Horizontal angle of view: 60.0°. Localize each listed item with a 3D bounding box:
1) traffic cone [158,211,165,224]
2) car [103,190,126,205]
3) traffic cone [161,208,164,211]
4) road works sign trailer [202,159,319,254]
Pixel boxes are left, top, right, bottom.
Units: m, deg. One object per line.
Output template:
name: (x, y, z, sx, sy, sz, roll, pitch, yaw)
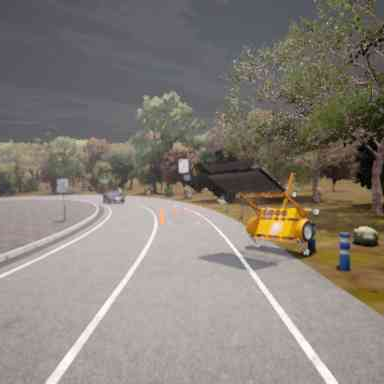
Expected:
traffic cone: (-1.841, 1.591, 19.624, 0.340, 0.580, 0.340, -1, 2, -4)
car: (-9.012, 0.584, 38.305, 2.128, 1.511, 4.902, -3, 2, -25)
traffic cone: (-1.986, 1.518, 21.618, 0.340, 0.580, 0.340, -1, 2, -4)
road works sign trailer: (2.362, -0.031, 11.126, 3.560, 2.880, 2.380, 34, -22, -34)
